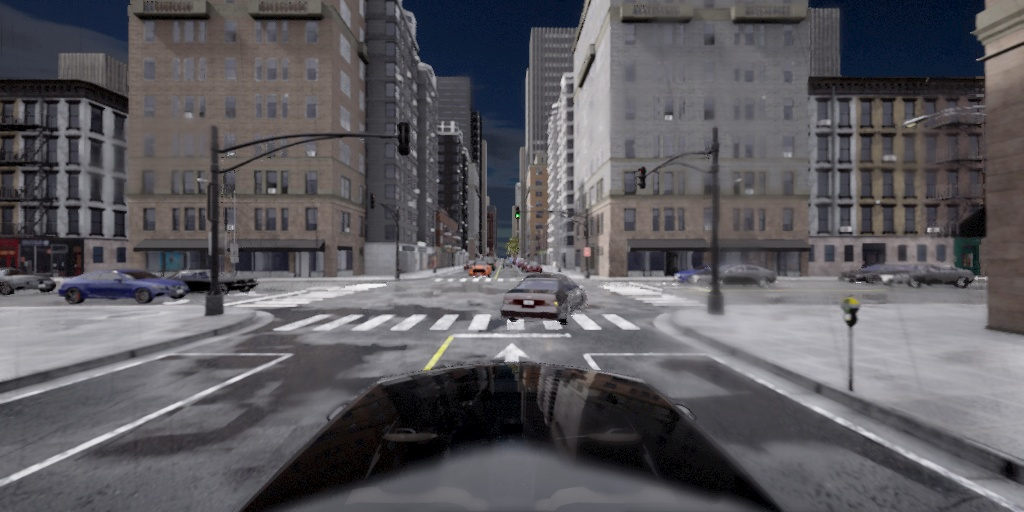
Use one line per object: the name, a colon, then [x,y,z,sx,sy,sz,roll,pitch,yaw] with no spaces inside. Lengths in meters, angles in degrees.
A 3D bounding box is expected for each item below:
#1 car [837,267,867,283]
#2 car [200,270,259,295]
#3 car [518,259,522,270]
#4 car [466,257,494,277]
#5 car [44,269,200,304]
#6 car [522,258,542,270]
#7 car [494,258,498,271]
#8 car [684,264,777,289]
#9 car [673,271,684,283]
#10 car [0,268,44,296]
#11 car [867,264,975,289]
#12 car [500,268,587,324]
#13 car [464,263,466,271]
car: [27.210,1.354,26.287,5.357,1.411,2.033,0,0,0]
car: [-16.506,1.415,19.338,4.718,1.301,1.895,0,0,0]
car: [2.317,1.516,54.605,1.802,1.307,4.207,0,0,-1]
car: [-3.276,1.221,37.682,2.097,1.767,4.553,0,0,0]
car: [-17.287,1.328,16.082,4.674,1.442,1.812,0,0,-2]
car: [2.567,1.330,43.298,1.967,1.591,4.097,0,0,-1]
car: [-3.541,1.137,51.738,2.150,2.045,5.566,0,1,-1]
car: [14.172,1.289,22.966,4.902,1.511,2.128,0,0,0]
car: [14.304,1.336,26.215,4.674,1.442,1.812,0,0,0]
car: [-27.614,1.355,19.277,4.674,1.442,1.812,0,0,0]
car: [26.465,1.286,23.031,4.902,1.511,2.128,0,0,0]
car: [1.265,1.319,12.156,2.033,1.411,5.357,0,0,19]
car: [-6.206,1.373,54.425,1.967,1.591,4.097,0,0,-1]
